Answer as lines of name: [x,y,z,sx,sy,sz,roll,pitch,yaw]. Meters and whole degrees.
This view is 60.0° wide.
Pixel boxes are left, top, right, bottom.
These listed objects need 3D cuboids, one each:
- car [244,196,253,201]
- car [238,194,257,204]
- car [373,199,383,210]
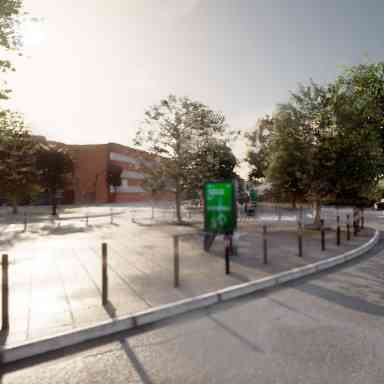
car: [15.515,1.742,91.950,1.994,1.385,4.181,0,0,16]
car: [10.537,1.530,62.913,1.837,1.490,4.892,0,0,-22]
car: [22.534,1.405,37.635,2.128,1.511,4.902,0,0,-4]
